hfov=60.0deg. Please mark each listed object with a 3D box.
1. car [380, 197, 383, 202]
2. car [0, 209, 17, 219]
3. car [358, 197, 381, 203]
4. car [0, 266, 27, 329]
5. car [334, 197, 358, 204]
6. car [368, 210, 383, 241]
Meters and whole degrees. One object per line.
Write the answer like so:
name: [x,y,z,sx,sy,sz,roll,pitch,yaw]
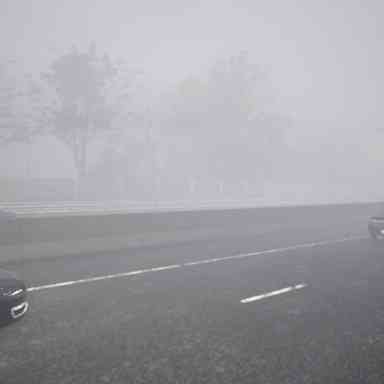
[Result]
car: [24.157,1.459,38.415,4.718,1.301,1.895,0,0,-35]
car: [-11.677,1.503,17.161,4.892,1.490,1.837,0,0,-36]
car: [23.729,1.359,42.399,4.892,1.490,1.837,0,0,-35]
car: [-4.956,1.511,4.510,4.892,1.490,1.837,0,0,-36]
car: [20.897,1.420,44.677,4.181,1.385,1.994,0,0,-35]
car: [9.926,1.430,15.132,4.902,1.511,2.128,0,0,-36]
